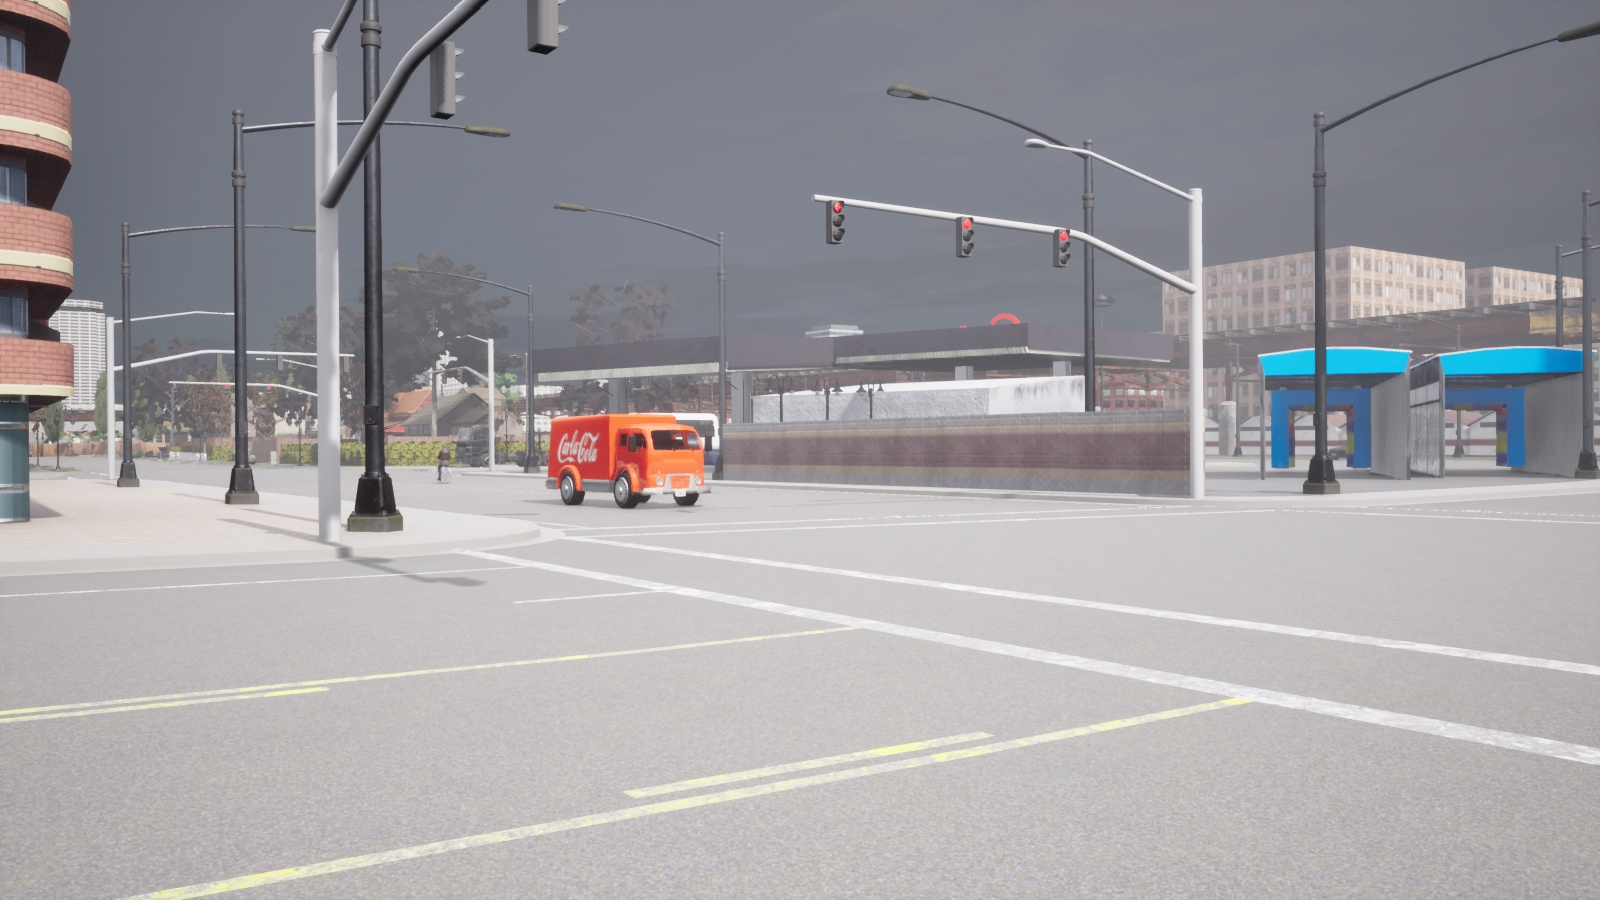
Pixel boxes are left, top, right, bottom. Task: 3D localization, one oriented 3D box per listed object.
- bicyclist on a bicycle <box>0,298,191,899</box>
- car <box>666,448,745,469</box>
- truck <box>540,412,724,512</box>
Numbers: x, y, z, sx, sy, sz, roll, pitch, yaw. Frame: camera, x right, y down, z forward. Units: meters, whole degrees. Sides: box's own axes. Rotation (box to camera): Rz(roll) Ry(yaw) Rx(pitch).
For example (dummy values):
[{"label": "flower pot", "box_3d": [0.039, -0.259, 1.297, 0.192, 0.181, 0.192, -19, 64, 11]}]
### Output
[{"label": "bicyclist on a bicycle", "box_3d": [-2.100, 0.623, 2.117, 1.843, 1.776, 0.659, 0, 0, -36]}, {"label": "car", "box_3d": [-6.798, 0.615, 90.217, 5.357, 1.411, 2.033, -1, 0, -35]}, {"label": "truck", "box_3d": [-4.643, 0.289, 34.030, 2.627, 2.467, 5.204, -1, 0, -38]}]
